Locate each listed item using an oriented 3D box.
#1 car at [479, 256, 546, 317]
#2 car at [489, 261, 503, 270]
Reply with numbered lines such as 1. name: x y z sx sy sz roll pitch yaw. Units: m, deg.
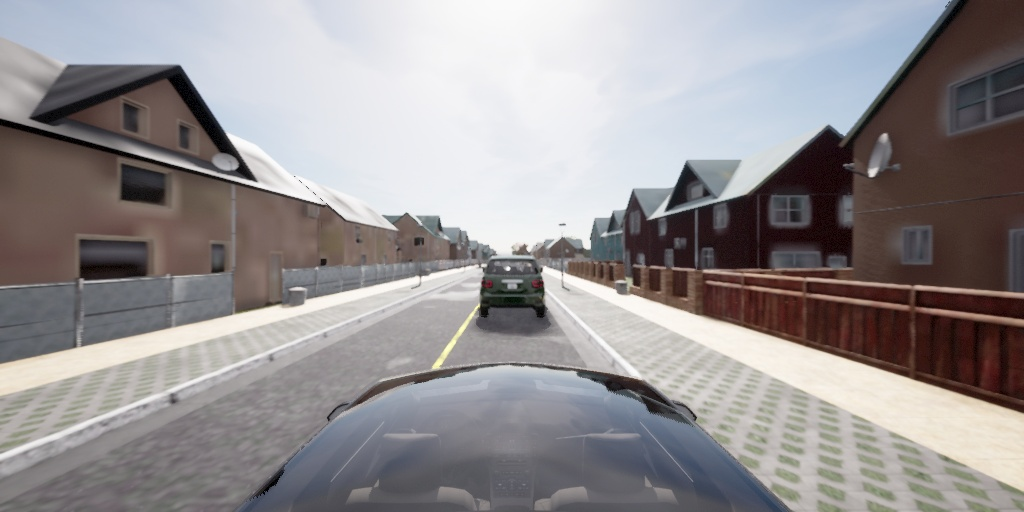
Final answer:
1. car: 0.034 1.004 13.474 2.150 2.045 5.566 0 0 1
2. car: -2.747 1.565 62.092 2.033 1.411 5.357 0 0 1
